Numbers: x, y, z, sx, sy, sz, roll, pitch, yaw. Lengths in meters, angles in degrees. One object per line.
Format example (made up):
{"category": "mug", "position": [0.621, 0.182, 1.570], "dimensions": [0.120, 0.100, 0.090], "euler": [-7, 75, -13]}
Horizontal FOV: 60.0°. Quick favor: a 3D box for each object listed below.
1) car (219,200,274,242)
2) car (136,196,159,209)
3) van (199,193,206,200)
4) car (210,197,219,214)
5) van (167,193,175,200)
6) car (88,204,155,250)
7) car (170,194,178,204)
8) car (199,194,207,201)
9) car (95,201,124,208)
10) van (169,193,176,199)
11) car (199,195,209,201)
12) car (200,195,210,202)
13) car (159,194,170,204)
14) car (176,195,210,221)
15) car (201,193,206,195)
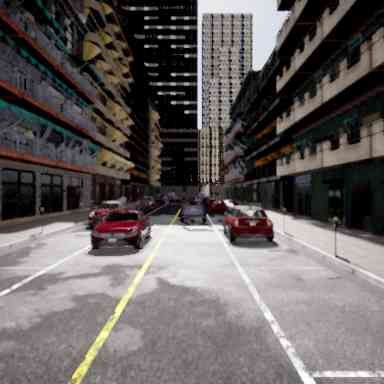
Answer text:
{"category": "car", "position": [2.574, 1.368, 15.969], "dimensions": [1.967, 1.590, 4.097], "euler": [0, 0, 0]}
{"category": "car", "position": [-5.306, 1.279, 38.721], "dimensions": [1.967, 1.590, 4.097], "euler": [0, 0, 0]}
{"category": "van", "position": [2.575, 1.067, 84.245], "dimensions": [1.690, 1.788, 3.998], "euler": [0, 0, 0]}
{"category": "car", "position": [2.573, 1.442, 33.039], "dimensions": [1.802, 1.307, 4.206], "euler": [0, 0, 0]}
{"category": "van", "position": [-5.305, 1.066, 84.240], "dimensions": [1.690, 1.788, 3.998], "euler": [0, 0, 0]}
{"category": "car", "position": [-2.835, 1.460, 14.152], "dimensions": [1.812, 1.442, 4.674], "euler": [0, 0, 0]}
{"category": "car", "position": [-2.798, 1.383, 56.452], "dimensions": [1.895, 1.301, 4.718], "euler": [0, 0, 1]}
{"category": "car", "position": [2.575, 1.174, 78.555], "dimensions": [1.967, 1.590, 4.097], "euler": [0, 0, 0]}
{"category": "car", "position": [-5.307, 1.343, 21.651], "dimensions": [1.967, 1.590, 4.097], "euler": [0, 0, 0]}
{"category": "van", "position": [-5.305, 1.059, 89.929], "dimensions": [1.690, 1.788, 3.998], "euler": [0, 0, 0]}
{"category": "car", "position": [2.574, 1.289, 72.865], "dimensions": [1.887, 1.381, 4.507], "euler": [0, 0, 0]}
{"category": "car", "position": [2.574, 1.301, 67.175], "dimensions": [1.887, 1.381, 4.507], "euler": [0, 0, 0]}
{"category": "car", "position": [-5.307, 1.350, 55.791], "dimensions": [1.947, 1.339, 4.313], "euler": [0, 0, 0]}
{"category": "car", "position": [0.102, 1.318, 25.736], "dimensions": [2.033, 1.649, 4.856], "euler": [0, 0, 0]}
{"category": "car", "position": [2.574, 1.350, 55.797], "dimensions": [1.947, 1.339, 4.313], "euler": [0, 0, 0]}
